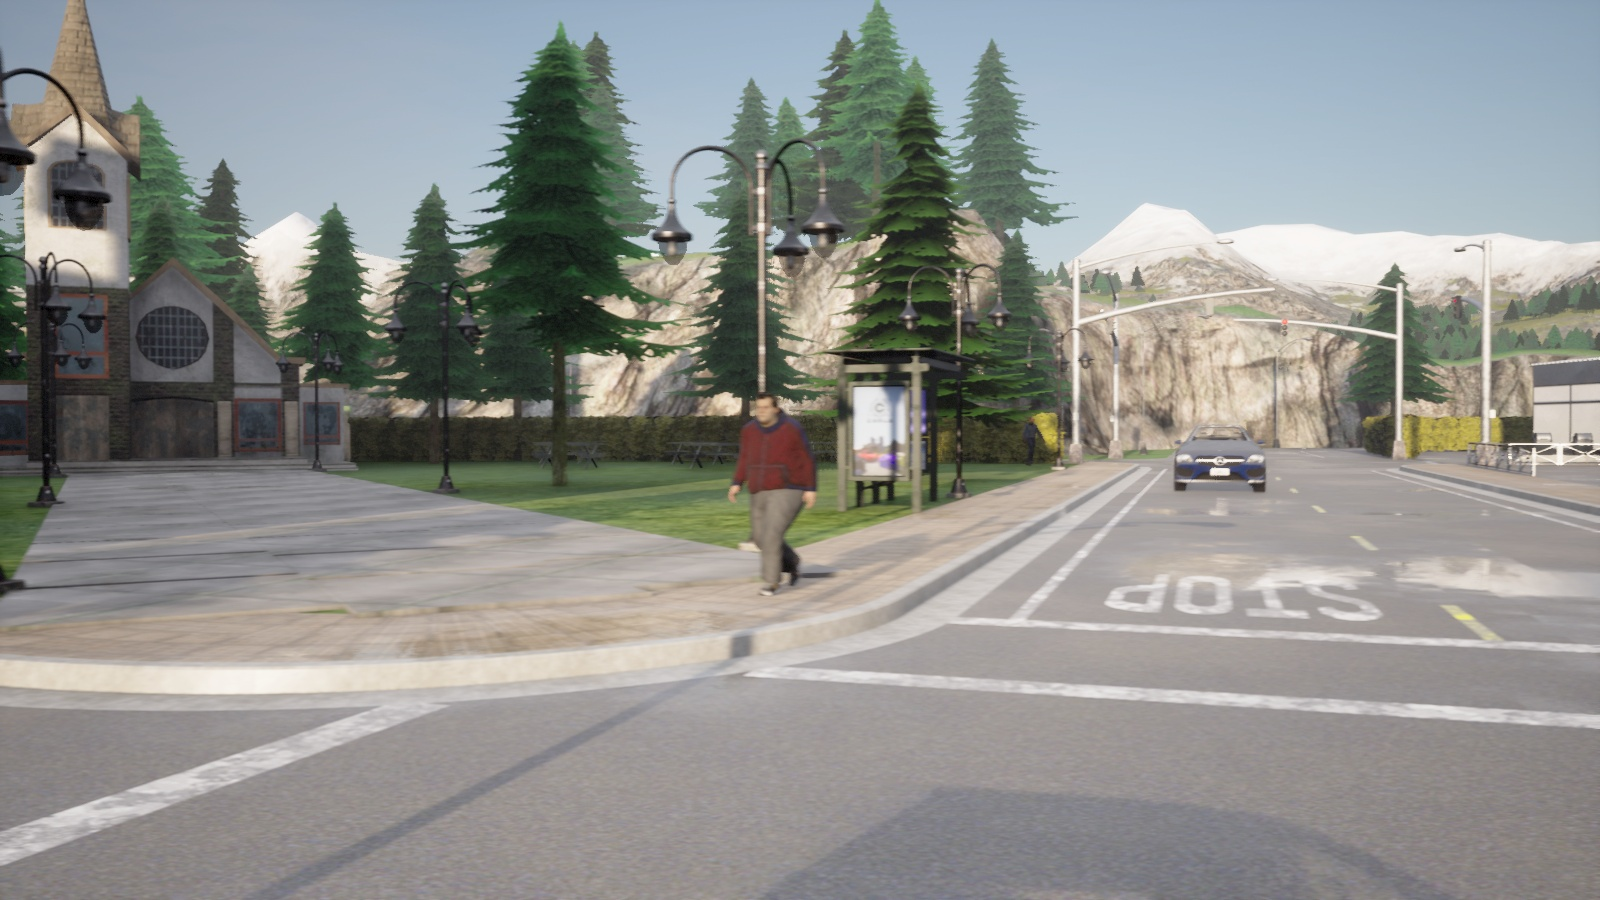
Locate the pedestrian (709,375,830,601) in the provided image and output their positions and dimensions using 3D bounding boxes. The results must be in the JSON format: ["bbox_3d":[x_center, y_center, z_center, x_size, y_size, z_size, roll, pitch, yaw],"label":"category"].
[{"bbox_3d":[-0.255,0.299,10.783,0.634,1.844,0.899,1,1,33],"label":"pedestrian"}]

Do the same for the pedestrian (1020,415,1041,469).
[{"bbox_3d":[8.434,-0.287,45.994,0.423,1.949,0.788,0,1,-19],"label":"pedestrian"}]

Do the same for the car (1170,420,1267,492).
[{"bbox_3d":[10.574,0.096,31.812,2.152,1.651,5.027,1,1,18],"label":"car"}]
